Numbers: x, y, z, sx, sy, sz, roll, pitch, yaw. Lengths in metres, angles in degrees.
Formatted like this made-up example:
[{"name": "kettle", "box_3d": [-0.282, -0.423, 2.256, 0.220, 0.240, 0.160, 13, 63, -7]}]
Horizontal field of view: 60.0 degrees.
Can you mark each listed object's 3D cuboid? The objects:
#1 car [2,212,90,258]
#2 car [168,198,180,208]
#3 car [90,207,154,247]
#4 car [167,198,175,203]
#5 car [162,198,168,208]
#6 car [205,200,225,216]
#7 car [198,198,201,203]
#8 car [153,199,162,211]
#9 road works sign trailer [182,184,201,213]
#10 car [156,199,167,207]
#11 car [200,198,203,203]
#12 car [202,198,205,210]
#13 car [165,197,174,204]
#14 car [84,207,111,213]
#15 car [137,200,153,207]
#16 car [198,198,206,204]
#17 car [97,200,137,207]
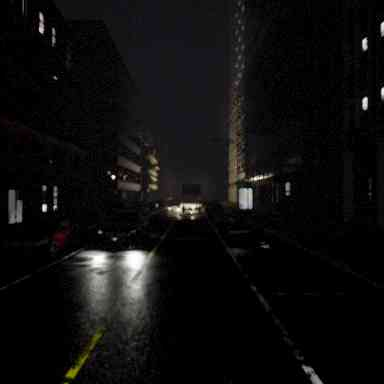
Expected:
[{"name": "car", "box_3d": [-5.708, 1.684, 13.178, 1.802, 1.307, 4.206, 0, 0, 0]}, {"name": "car", "box_3d": [-3.133, 1.996, 58.604, 1.812, 1.442, 4.674, 0, 0, 0]}, {"name": "car", "box_3d": [-3.122, 1.648, 15.761, 1.812, 1.442, 4.674, 0, 0, 0]}, {"name": "car", "box_3d": [-5.815, 2.343, 92.255, 1.802, 1.307, 4.206, 0, -1, 0]}, {"name": "car", "box_3d": [-5.770, 2.034, 58.365, 1.947, 1.339, 4.313, 0, 0, 0]}, {"name": "car", "box_3d": [2.642, 1.810, 35.954, 1.752, 1.417, 4.829, 0, 0, 0]}, {"name": "car", "box_3d": [2.611, 2.034, 58.376, 1.947, 1.339, 4.313, 0, 0, 0]}, {"name": "car", "box_3d": [-5.754, 1.925, 47.068, 2.008, 1.369, 4.403, 0, 0, 0]}, {"name": "road works sign trailer", "box_3d": [-0.055, 0.794, 41.595, 2.380, 3.560, 2.880, 0, 0, 0]}, {"name": "car", "box_3d": [-5.777, 2.040, 63.844, 1.752, 1.417, 4.829, 0, 0, 0]}, {"name": "car", "box_3d": [2.626, 1.925, 47.080, 2.008, 1.369, 4.403, 0, 0, 0]}, {"name": "car", "box_3d": [2.635, 1.769, 41.432, 1.967, 1.590, 4.097, 0, 0, 0]}, {"name": "car", "box_3d": [-5.808, 2.152, 86.607, 1.967, 1.590, 4.097, 0, 0, 0]}, {"name": "car", "box_3d": [-5.715, 1.729, 18.826, 1.802, 1.307, 4.206, 0, 0, 0]}, {"name": "car", "box_3d": [-5.738, 1.723, 35.773, 1.967, 1.590, 4.097, 0, 0, 0]}, {"name": "car", "box_3d": [2.573, 2.256, 86.618, 1.887, 1.381, 4.507, 0, -1, 0]}, {"name": "car", "box_3d": [-5.724, 1.507, 24.477, 2.192, 1.841, 5.009, 0, 0, 0]}]
